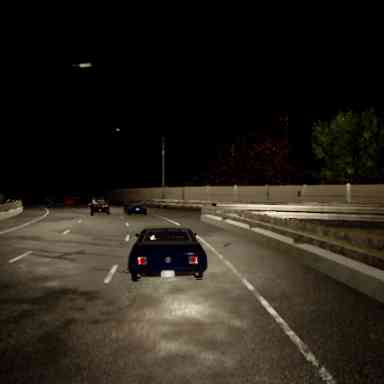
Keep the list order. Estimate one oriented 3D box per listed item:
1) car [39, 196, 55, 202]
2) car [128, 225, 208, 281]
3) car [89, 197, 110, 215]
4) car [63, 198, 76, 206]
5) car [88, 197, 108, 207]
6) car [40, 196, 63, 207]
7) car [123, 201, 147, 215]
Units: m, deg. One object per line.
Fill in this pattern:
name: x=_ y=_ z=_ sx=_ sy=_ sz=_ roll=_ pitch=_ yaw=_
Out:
car: x=-35.454 y=1.674 z=81.205 sx=4.181 sy=1.385 sz=1.994 roll=0 pitch=0 yaw=41
car: x=-0.763 y=1.627 z=9.968 sx=1.895 sy=1.301 sz=4.718 roll=0 pitch=0 yaw=-5
car: x=-9.844 y=1.594 z=35.210 sx=2.128 sy=1.511 sz=4.902 roll=0 pitch=0 yaw=-19
car: x=-22.584 y=1.745 z=60.500 sx=1.994 sy=1.385 sz=4.181 roll=0 pitch=0 yaw=-34
car: x=-16.111 y=1.654 z=56.741 sx=2.128 sy=1.511 sz=4.902 roll=0 pitch=0 yaw=-30
car: x=-23.374 y=1.661 z=55.265 sx=2.128 sy=1.511 sz=4.902 roll=0 pitch=0 yaw=-32
car: x=-5.990 y=1.659 z=34.708 sx=1.994 sy=1.385 sz=4.181 roll=0 pitch=0 yaw=-18
